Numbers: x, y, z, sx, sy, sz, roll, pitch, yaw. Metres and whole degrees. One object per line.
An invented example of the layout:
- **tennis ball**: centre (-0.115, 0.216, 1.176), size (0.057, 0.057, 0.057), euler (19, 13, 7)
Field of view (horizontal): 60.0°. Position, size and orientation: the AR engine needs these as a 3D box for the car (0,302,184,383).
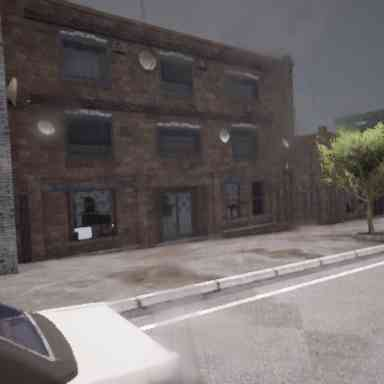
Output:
- **car**: centre (-2.484, 1.604, 2.220), size (4.718, 1.301, 1.895), euler (0, 0, -35)
